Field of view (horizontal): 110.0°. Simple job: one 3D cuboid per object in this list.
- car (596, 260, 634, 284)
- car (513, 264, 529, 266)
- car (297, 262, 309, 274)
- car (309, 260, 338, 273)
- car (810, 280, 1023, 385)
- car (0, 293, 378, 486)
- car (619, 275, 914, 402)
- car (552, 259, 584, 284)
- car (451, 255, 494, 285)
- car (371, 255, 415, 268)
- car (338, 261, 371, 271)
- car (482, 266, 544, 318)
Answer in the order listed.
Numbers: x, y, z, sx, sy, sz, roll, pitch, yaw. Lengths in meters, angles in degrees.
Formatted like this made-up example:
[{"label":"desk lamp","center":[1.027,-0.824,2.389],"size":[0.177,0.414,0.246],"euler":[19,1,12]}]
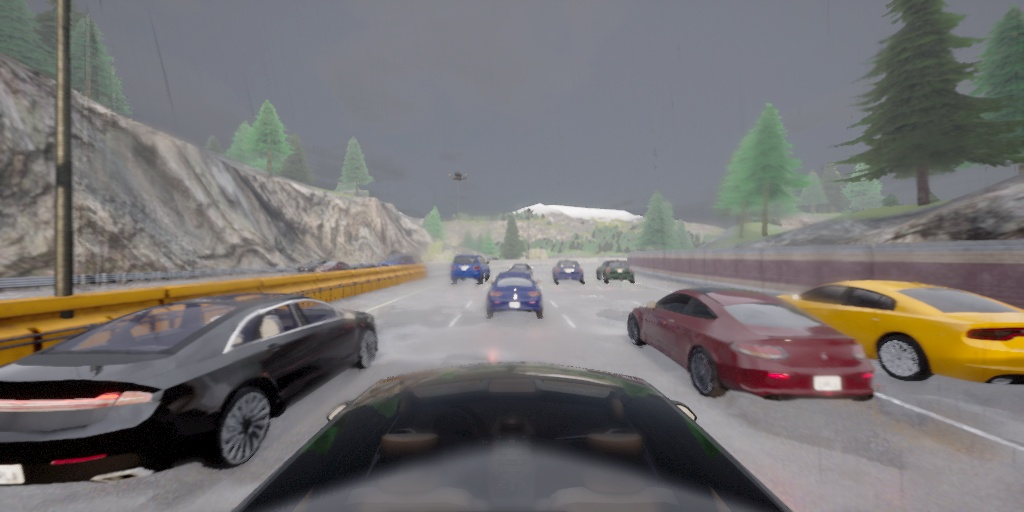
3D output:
[{"label":"car","center":[7.656,1.065,27.007],"size":[2.097,1.767,4.553],"euler":[0,0,5]},{"label":"car","center":[0.715,1.285,28.002],"size":[1.994,1.385,4.181],"euler":[0,0,5]},{"label":"car","center":[-22.476,1.247,41.354],"size":[1.837,1.490,4.892],"euler":[0,0,9]},{"label":"car","center":[-19.317,1.264,38.896],"size":[1.812,1.442,4.674],"euler":[0,0,8]},{"label":"car","center":[7.078,1.212,7.123],"size":[1.882,1.535,5.008],"euler":[0,0,0]},{"label":"car","center":[-3.429,1.245,4.837],"size":[2.128,1.511,4.902],"euler":[0,0,0]},{"label":"car","center":[3.572,1.266,6.358],"size":[1.812,1.442,4.674],"euler":[0,0,0]},{"label":"car","center":[4.145,1.070,27.019],"size":[2.097,1.767,4.553],"euler":[0,0,4]},{"label":"car","center":[-2.952,0.950,26.370],"size":[2.150,2.045,5.566],"euler":[0,0,4]},{"label":"car","center":[-12.327,0.950,38.438],"size":[2.150,2.045,5.566],"euler":[0,0,9]},{"label":"car","center":[-15.915,1.335,38.146],"size":[1.895,1.301,4.718],"euler":[0,0,8]},{"label":"car","center":[0.096,1.264,12.805],"size":[1.812,1.442,4.674],"euler":[0,0,0]}]
